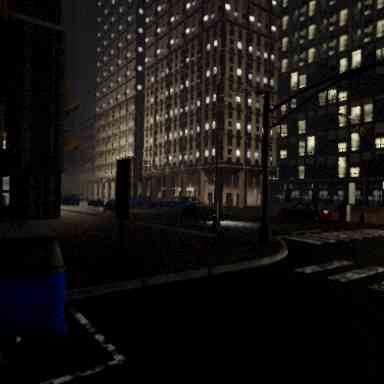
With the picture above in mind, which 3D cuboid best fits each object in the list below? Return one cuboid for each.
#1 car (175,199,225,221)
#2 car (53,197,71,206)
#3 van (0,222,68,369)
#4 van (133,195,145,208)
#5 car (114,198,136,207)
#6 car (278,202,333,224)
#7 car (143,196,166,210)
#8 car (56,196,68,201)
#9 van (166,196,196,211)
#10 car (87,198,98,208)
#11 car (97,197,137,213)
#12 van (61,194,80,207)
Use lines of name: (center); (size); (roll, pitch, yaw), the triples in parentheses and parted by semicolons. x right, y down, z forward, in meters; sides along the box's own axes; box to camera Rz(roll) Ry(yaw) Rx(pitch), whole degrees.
car: (0.825, 1.546, 27.018); (1.994, 1.385, 4.181); (2, -1, -35)
car: (-20.918, 1.455, 53.428); (1.802, 1.307, 4.206); (2, -1, -35)
van: (-3.640, 1.337, 4.115); (3.998, 1.788, 1.690); (0, 1, -35)
van: (-7.560, 1.417, 49.011); (1.690, 1.788, 3.998); (2, -1, -35)
car: (-10.815, 1.634, 53.628); (1.947, 1.339, 4.313); (2, -1, -35)
car: (8.687, 1.562, 25.909); (1.967, 1.590, 4.097); (2, -1, -35)
car: (-4.315, 1.635, 44.388); (2.008, 1.369, 4.403); (2, -1, -35)
car: (-33.565, 1.607, 85.968); (1.802, 1.307, 4.206); (2, -1, -35)
van: (-1.061, 1.434, 39.770); (1.690, 1.788, 3.998); (2, -1, -35)
car: (-13.144, 1.546, 46.954); (1.895, 1.301, 4.718); (2, -1, -35)
car: (-7.918, 1.456, 34.948); (2.008, 1.369, 4.403); (2, -1, -35)
van: (-17.663, 1.221, 48.810); (1.690, 1.788, 3.998); (2, -1, -35)
